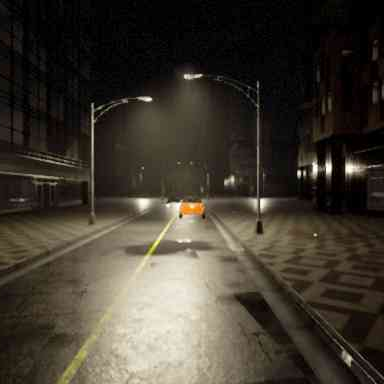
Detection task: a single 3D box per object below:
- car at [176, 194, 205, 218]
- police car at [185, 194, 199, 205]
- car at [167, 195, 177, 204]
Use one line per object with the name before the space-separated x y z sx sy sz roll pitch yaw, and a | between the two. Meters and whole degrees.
car | 0.038 1.184 28.237 2.097 1.767 4.553 0 0 1
police car | 0.005 1.177 54.269 2.038 1.542 4.974 0 0 0
car | -2.999 1.202 54.748 1.812 1.442 4.674 0 0 0
